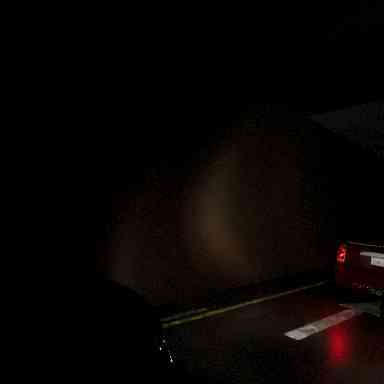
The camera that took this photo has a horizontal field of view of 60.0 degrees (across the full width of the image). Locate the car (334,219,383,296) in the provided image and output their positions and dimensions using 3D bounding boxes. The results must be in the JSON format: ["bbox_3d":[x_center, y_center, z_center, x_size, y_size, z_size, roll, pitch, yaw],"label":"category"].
[{"bbox_3d":[5.288,1.352,7.552,4.553,1.767,2.097,0,0,-35],"label":"car"}]

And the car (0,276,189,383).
[{"bbox_3d":[-2.688,1.222,1.868,5.566,2.045,2.150,0,0,-35],"label":"car"}]
